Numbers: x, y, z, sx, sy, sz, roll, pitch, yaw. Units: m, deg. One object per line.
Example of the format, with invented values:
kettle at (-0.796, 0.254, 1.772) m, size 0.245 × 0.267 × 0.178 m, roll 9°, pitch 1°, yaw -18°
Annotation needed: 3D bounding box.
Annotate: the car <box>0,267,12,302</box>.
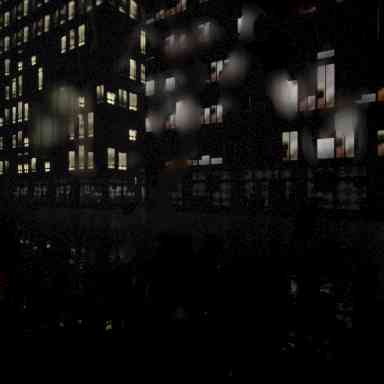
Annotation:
car at (-5.559, 1.526, 6.817) m, size 4.829 × 1.417 × 1.752 m, roll 0°, pitch 0°, yaw 35°
